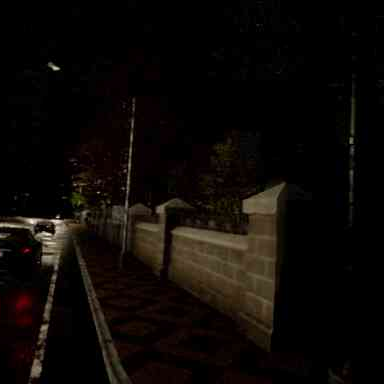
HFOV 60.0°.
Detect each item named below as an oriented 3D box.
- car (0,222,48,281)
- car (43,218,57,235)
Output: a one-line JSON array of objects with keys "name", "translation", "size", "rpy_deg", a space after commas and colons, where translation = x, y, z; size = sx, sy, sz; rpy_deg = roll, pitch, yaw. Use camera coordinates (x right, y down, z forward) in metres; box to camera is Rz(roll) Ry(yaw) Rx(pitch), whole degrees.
[{"name": "car", "translation": [-6.715, 2.060, 12.195], "size": [2.097, 1.767, 4.553], "rpy_deg": [5, -5, -20]}, {"name": "car", "translation": [-15.213, 3.735, 34.535], "size": [1.895, 1.301, 4.718], "rpy_deg": [5, -5, -20]}]
